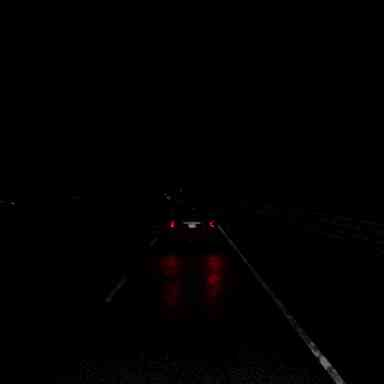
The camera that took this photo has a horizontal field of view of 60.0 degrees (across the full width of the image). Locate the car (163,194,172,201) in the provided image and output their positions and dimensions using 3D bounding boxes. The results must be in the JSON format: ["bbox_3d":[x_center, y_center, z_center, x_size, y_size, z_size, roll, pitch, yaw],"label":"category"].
[{"bbox_3d":[-7.006,1.493,94.406,2.097,1.767,4.553,0,0,0],"label":"car"}]

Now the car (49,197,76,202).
[{"bbox_3d":[-17.552,1.523,46.566,2.128,1.511,4.902,0,0,0],"label":"car"}]

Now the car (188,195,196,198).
[{"bbox_3d":[-0.004,1.747,85.267,1.994,1.385,4.181,0,0,0],"label":"car"}]

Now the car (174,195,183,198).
[{"bbox_3d":[-3.504,1.692,84.850,1.837,1.490,4.892,0,0,0],"label":"car"}]

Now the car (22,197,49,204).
[{"bbox_3d":[-21.056,1.594,46.009,1.994,1.385,4.181,0,0,0],"label":"car"}]

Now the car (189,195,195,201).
[{"bbox_3d":[-0.006,1.687,95.269,1.812,1.442,4.674,0,0,0],"label":"car"}]

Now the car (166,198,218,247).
[{"bbox_3d":[-0.001,1.352,15.203,2.097,1.767,4.553,0,0,0],"label":"car"}]

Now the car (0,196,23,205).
[{"bbox_3d":[-24.553,1.384,46.214,2.097,1.767,4.553,0,0,0],"label":"car"}]

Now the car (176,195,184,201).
[{"bbox_3d":[-3.506,1.689,95.268,2.128,1.511,4.902,0,0,0],"label":"car"}]

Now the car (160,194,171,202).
[{"bbox_3d":[-7.005,1.727,84.016,2.033,1.411,5.357,0,0,0],"label":"car"}]
